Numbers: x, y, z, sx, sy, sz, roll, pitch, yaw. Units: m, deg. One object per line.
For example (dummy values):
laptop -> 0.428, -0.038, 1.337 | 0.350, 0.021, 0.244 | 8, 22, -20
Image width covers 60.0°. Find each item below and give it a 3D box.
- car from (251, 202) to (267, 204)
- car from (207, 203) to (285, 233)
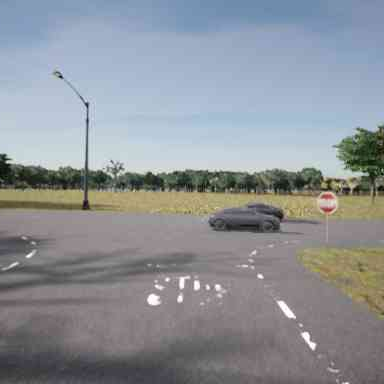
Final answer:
car -> 4.835, 1.588, 26.462 | 4.892, 1.490, 1.837 | 2, 1, 0
car -> 2.995, 1.551, 19.479 | 4.181, 1.385, 1.994 | 2, 1, 0
